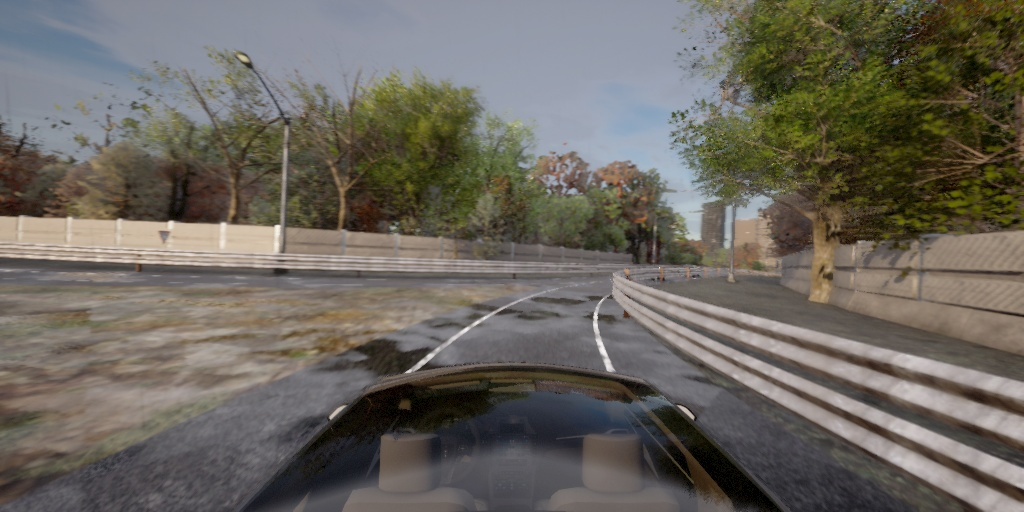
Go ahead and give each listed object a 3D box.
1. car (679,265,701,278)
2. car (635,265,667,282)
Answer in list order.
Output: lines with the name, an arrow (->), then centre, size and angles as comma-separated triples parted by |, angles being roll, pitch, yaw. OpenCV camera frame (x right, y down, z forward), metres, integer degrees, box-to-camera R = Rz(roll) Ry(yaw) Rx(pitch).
car -> 24.298, 1.966, 48.875 | 2.097, 1.767, 4.553 | 3, 0, 39
car -> 14.068, 1.689, 36.089 | 1.882, 1.535, 5.008 | 3, 1, 39
